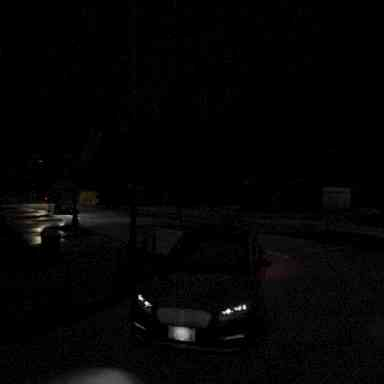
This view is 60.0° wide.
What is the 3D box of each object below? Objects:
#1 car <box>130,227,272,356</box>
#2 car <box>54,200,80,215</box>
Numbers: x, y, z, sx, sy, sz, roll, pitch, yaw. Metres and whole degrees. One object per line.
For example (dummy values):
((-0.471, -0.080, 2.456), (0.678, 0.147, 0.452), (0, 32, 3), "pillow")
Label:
((0.476, 1.511, 6.526), (2.128, 1.511, 4.902), (1, 0, 14), "car")
((-13.273, 1.590, 35.201), (1.812, 1.442, 4.674), (0, 0, -32), "car")
